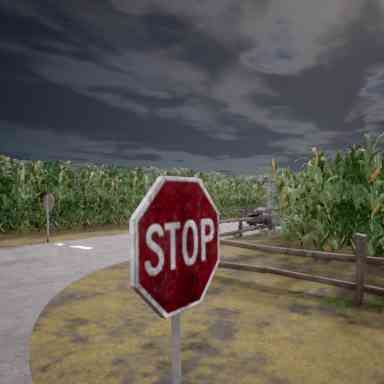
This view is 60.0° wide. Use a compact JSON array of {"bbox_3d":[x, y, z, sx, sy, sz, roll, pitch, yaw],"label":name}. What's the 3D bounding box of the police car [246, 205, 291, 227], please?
[{"bbox_3d":[6.001,1.757,25.103,2.038,1.542,4.974,-1,-2,37],"label":"police car"}]
